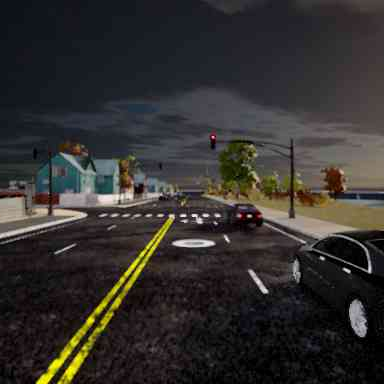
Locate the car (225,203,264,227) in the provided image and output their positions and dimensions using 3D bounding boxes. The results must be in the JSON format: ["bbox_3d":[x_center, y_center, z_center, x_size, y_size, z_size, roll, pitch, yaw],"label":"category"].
[{"bbox_3d":[3.357,1.450,21.984,2.033,1.411,5.357,0,0,0],"label":"car"}]

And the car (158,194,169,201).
[{"bbox_3d":[-6.490,1.327,73.900,1.895,1.301,4.718,0,0,0],"label":"car"}]

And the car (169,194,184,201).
[{"bbox_3d":[-3.240,1.258,73.930,2.128,1.511,4.902,0,0,0],"label":"car"}]

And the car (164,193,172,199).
[{"bbox_3d":[-6.488,1.161,89.535,1.882,1.535,5.008,0,0,0],"label":"car"}]

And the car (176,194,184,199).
[{"bbox_3d":[-3.238,1.278,89.505,1.895,1.301,4.718,0,0,0],"label":"car"}]

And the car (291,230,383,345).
[{"bbox_3d":[3.352,1.478,6.285,1.837,1.490,4.892,0,1,0],"label":"car"}]
